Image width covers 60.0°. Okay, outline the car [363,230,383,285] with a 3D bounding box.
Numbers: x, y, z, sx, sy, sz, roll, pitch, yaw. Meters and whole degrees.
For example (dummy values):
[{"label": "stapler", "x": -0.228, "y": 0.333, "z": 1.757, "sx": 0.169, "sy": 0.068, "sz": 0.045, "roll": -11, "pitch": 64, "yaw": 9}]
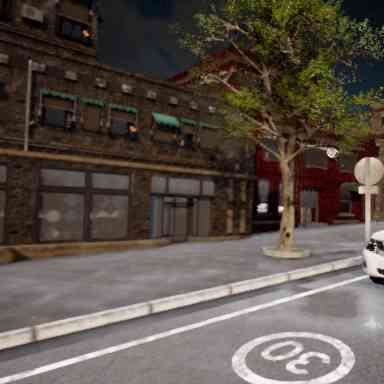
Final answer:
[{"label": "car", "x": 6.608, "y": 1.234, "z": 8.403, "sx": 5.566, "sy": 2.045, "sz": 2.150, "roll": 0, "pitch": 0, "yaw": -36}]
